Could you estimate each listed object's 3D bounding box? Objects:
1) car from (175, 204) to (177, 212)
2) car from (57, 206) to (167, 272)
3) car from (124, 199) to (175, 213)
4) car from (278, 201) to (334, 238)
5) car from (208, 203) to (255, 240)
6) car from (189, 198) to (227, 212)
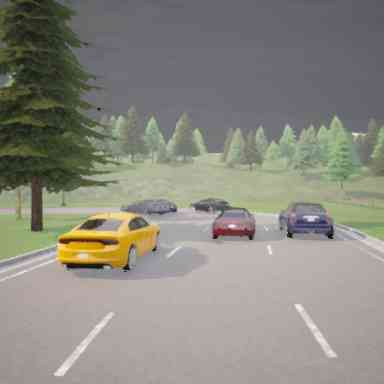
[{"bbox_3d":[-3.538,1.441,33.992,4.181,1.385,1.994,0,0,39],"label":"car"},{"bbox_3d":[-2.389,1.438,10.819,1.882,1.535,5.008,0,0,8],"label":"car"},{"bbox_3d":[-4.418,1.437,30.714,5.357,1.411,2.033,0,0,43],"label":"car"},{"bbox_3d":[5.798,1.290,17.357,2.097,1.767,4.553,0,0,9],"label":"car"},{"bbox_3d":[2.199,1.502,16.931,1.994,1.385,4.181,0,0,11],"label":"car"},{"bbox_3d":[1.688,1.381,33.818,1.837,1.490,4.892,1,-1,-38],"label":"car"}]
